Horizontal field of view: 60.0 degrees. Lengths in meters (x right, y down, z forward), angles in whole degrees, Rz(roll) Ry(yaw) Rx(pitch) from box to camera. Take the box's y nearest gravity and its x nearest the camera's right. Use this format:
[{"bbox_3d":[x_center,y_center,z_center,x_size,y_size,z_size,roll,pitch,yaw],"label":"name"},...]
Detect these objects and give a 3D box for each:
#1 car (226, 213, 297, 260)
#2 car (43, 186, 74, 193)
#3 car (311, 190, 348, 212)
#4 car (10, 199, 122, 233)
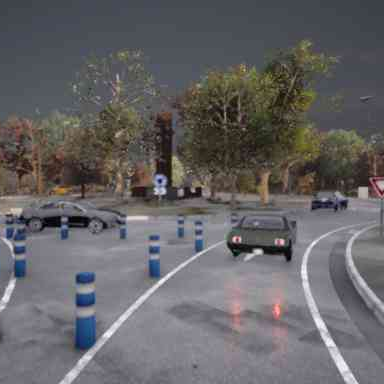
[{"bbox_3d":[2.639,1.370,11.610,1.895,1.301,4.718,1,2,20],"label":"car"},{"bbox_3d":[-21.314,-0.304,53.342,1.882,1.535,5.008,2,2,41],"label":"car"},{"bbox_3d":[11.731,0.638,28.191,2.097,1.767,4.553,1,2,36],"label":"car"},{"bbox_3d":[-5.806,1.130,16.215,4.902,1.511,2.128,0,2,5],"label":"car"}]
